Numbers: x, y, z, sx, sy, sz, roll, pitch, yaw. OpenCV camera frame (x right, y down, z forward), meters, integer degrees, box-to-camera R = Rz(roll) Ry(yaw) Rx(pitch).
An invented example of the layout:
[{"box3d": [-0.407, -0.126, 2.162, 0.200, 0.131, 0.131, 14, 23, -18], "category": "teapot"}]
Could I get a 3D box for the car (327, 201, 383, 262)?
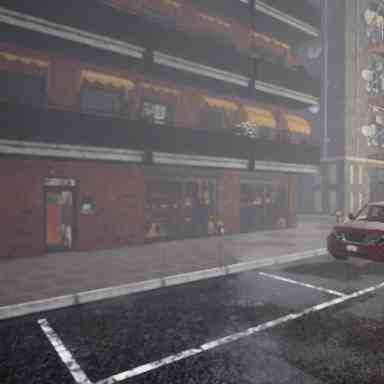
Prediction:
[{"box3d": [6.512, 1.233, 10.742, 5.009, 1.841, 2.192, -1, 1, -36], "category": "car"}]
